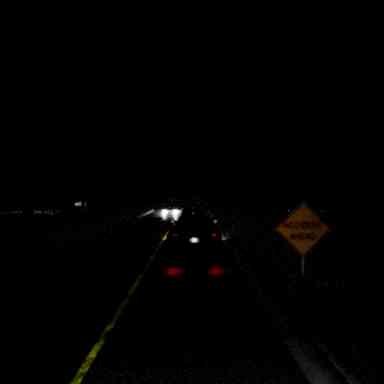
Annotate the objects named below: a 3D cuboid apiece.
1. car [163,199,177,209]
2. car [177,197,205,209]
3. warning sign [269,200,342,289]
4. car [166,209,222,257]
[{"bbox_3d":[-2.824,1.643,45.143,1.895,1.301,4.718,0,0,0],"label":"car"},{"bbox_3d":[0.094,1.516,29.538,2.128,1.511,4.902,0,0,0],"label":"car"},{"bbox_3d":[2.525,1.120,7.584,1.300,1.860,1.060,0,0,0],"label":"warning sign"},{"bbox_3d":[0.085,1.573,13.073,1.994,1.385,4.181,0,0,0],"label":"car"}]
